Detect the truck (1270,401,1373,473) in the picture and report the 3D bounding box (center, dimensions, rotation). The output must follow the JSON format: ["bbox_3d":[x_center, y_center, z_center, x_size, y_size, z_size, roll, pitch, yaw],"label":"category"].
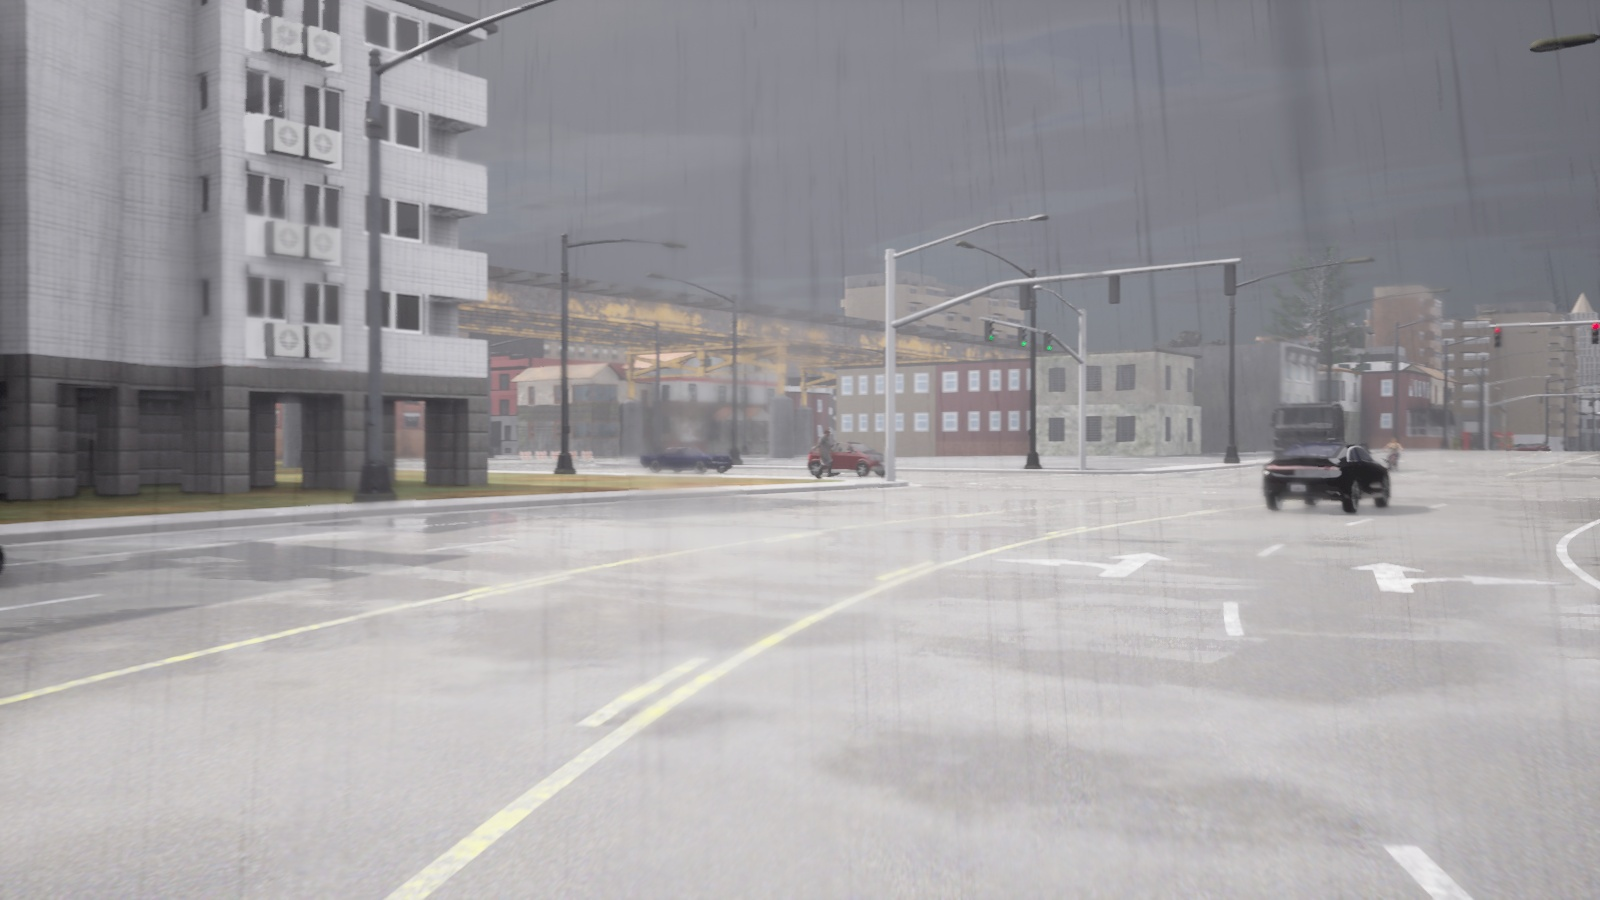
[{"bbox_3d":[26.611,-0.683,63.874,2.891,3.462,7.936,0,1,37],"label":"truck"}]

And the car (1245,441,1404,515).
[{"bbox_3d":[11.857,0.565,28.200,2.128,1.511,4.902,0,0,37],"label":"car"}]

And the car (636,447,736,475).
[{"bbox_3d":[-5.571,0.491,61.066,4.718,1.301,1.895,0,0,36],"label":"car"}]

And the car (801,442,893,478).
[{"bbox_3d":[2.051,0.415,55.534,3.705,1.549,1.789,0,0,37],"label":"car"}]

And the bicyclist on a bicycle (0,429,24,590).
[{"bbox_3d":[-8.574,0.598,12.250,0.866,1.612,1.509,1,1,15],"label":"bicyclist on a bicycle"}]

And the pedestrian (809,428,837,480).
[{"bbox_3d":[0.860,0.145,46.755,0.873,1.952,0.659,0,0,24],"label":"pedestrian"}]
